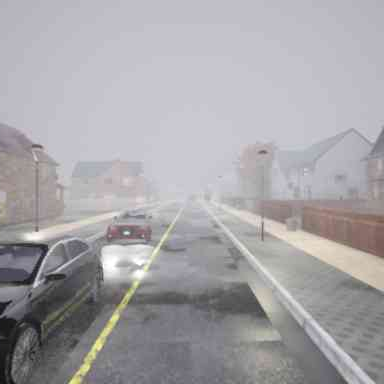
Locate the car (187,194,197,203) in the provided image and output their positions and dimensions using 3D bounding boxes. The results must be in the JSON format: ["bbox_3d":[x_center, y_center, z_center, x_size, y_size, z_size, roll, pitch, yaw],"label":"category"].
[{"bbox_3d":[0.009,1.506,78.955,2.150,2.045,5.566,0,0,0],"label":"car"}]

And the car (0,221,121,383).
[{"bbox_3d":[-2.810,1.496,5.338,2.128,1.511,4.902,0,0,0],"label":"car"}]

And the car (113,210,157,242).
[{"bbox_3d":[-2.828,1.581,16.327,1.994,1.385,4.181,0,0,0],"label":"car"}]
